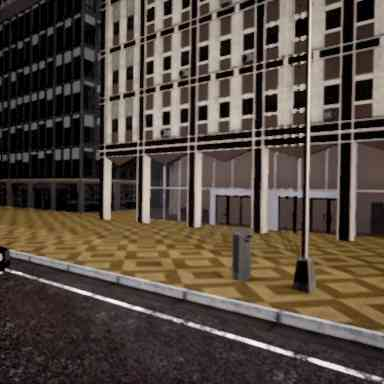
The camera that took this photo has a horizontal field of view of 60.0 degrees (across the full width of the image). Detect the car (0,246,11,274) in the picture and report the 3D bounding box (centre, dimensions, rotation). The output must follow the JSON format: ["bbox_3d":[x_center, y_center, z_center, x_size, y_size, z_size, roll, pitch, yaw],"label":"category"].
[{"bbox_3d":[-6.625,1.506,8.392,4.718,1.301,1.895,1,0,36],"label":"car"}]
